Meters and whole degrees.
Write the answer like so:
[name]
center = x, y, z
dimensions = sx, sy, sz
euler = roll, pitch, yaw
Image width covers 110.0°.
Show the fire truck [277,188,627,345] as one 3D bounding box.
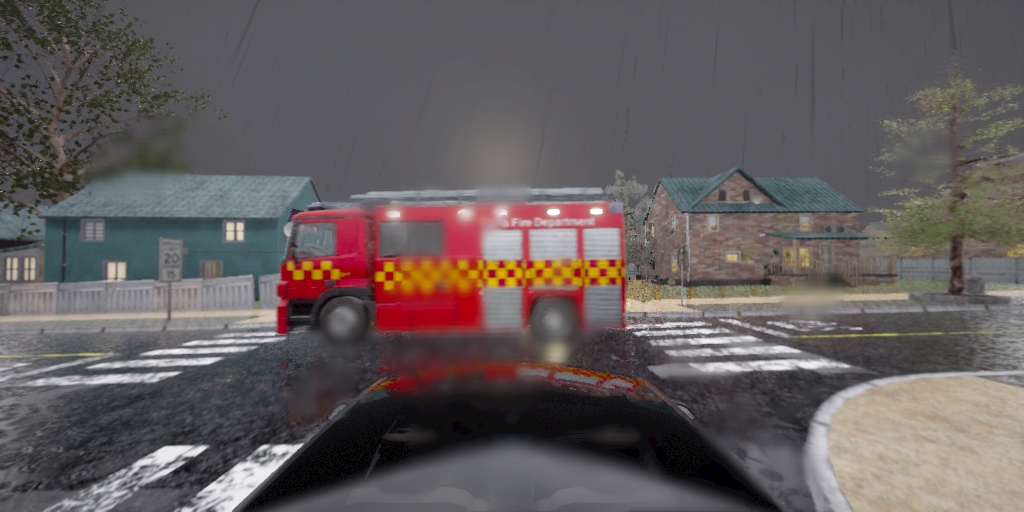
[fire truck]
center = -1.432, 0.274, 9.827
dimensions = 8.468, 3.827, 2.891
euler = -1, -1, 0
